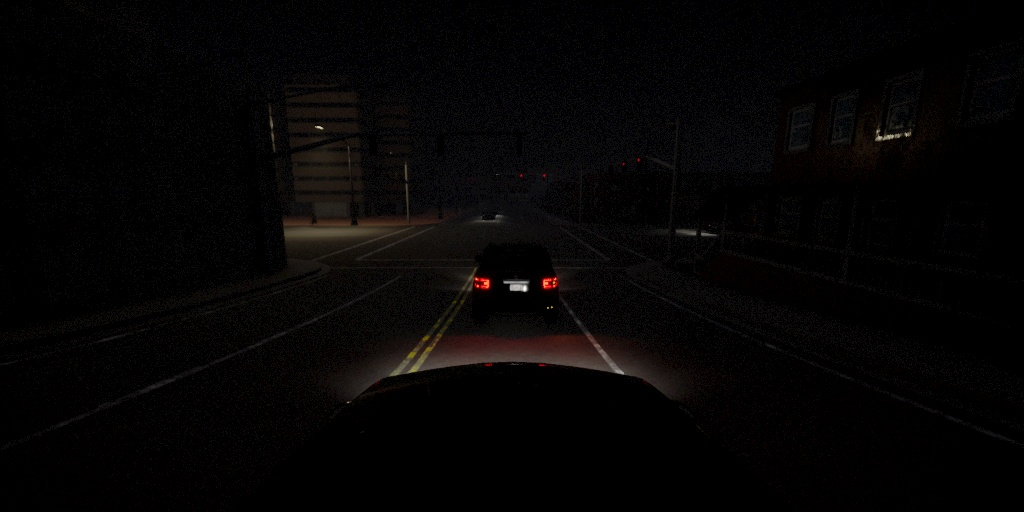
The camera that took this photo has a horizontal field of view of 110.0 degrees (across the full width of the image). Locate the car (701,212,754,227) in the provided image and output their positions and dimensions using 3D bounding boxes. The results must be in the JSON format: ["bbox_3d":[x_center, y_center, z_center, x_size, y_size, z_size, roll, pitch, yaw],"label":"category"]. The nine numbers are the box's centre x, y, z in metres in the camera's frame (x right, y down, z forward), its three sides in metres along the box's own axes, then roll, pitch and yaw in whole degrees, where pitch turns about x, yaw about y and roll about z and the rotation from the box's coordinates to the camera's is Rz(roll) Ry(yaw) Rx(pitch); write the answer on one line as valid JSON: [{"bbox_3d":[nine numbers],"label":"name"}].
[{"bbox_3d":[24.187,-3.879,40.137,5.566,2.045,2.150,0,10,0],"label":"car"}]

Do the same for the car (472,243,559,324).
[{"bbox_3d":[0.056,0.598,10.748,2.150,2.045,5.566,0,4,-1],"label":"car"}]

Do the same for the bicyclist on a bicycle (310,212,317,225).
[{"bbox_3d":[-25.408,-4.803,45.844,0.582,1.620,1.656,0,10,0],"label":"bicyclist on a bicycle"}]

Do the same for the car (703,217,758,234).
[{"bbox_3d":[22.626,-2.987,36.727,4.674,1.442,1.812,0,10,0],"label":"car"}]

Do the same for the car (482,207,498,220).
[{"bbox_3d":[-3.762,-6.663,57.845,1.882,1.535,5.008,0,10,0],"label":"car"}]
